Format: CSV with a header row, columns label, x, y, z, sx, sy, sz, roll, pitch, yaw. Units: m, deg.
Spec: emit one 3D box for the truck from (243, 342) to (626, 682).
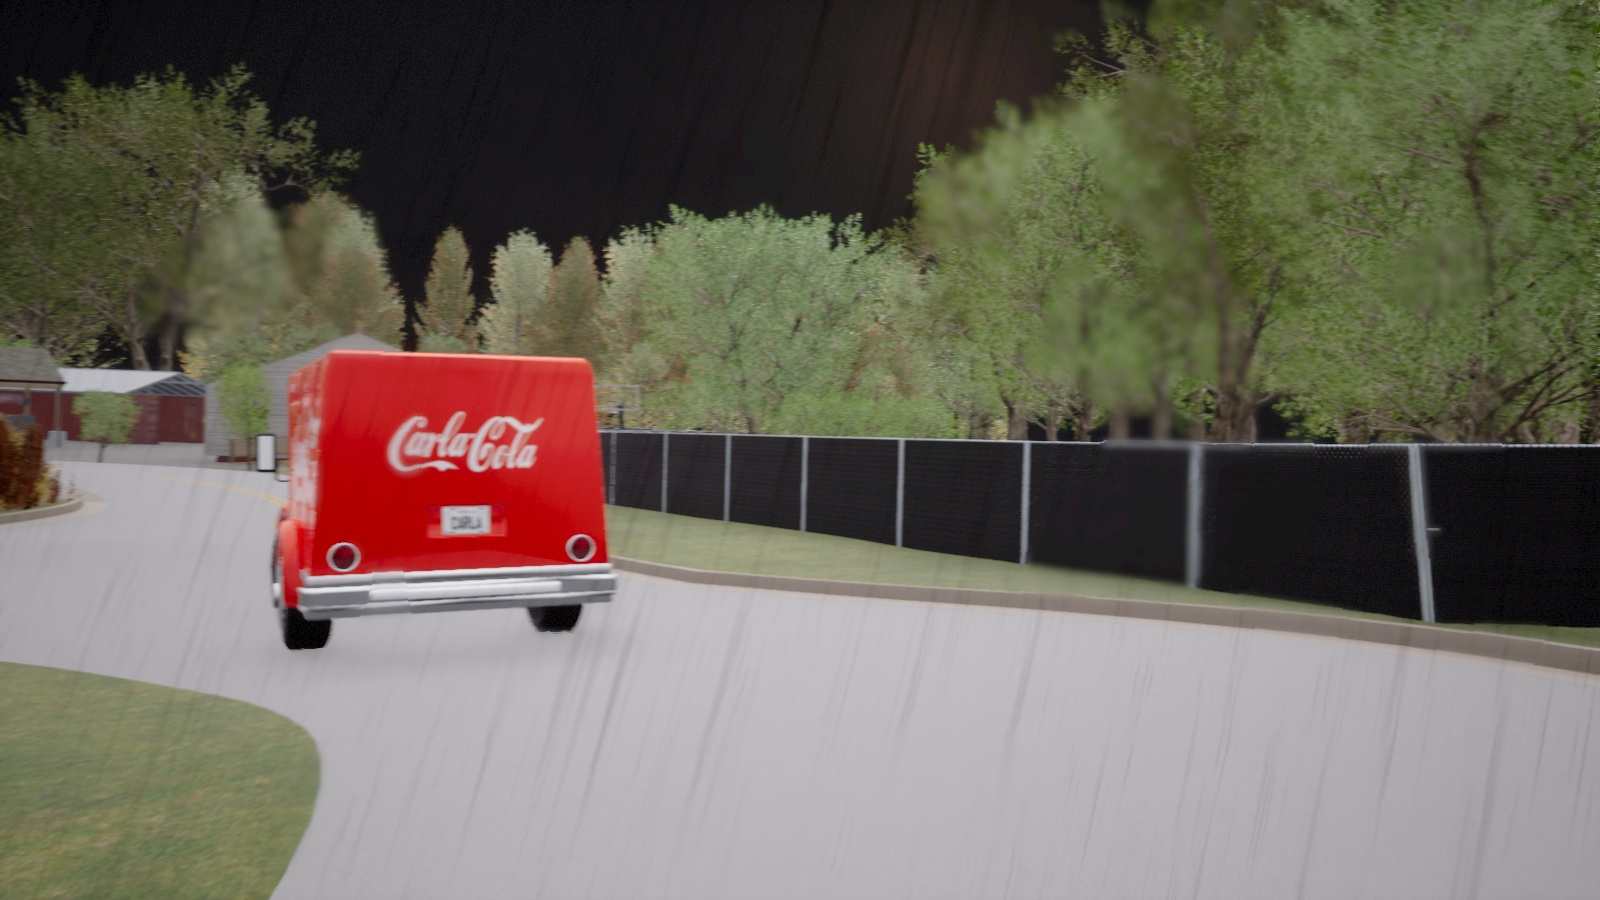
label,x,y,z,sx,sy,sz,roll,pitch,yaw
truck,-3.762,0.454,12.019,2.627,2.467,5.204,0,0,-26
